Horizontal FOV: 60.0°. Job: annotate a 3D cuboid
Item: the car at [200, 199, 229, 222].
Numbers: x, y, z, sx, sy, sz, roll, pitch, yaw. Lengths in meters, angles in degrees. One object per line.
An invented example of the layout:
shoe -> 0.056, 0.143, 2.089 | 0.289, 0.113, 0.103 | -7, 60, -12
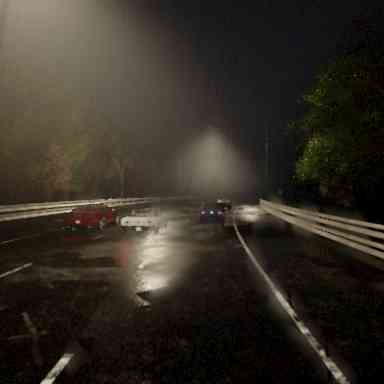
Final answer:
car -> 1.693, 1.536, 26.472 | 2.033, 1.411, 5.357 | 0, 0, 6

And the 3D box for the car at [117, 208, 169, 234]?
car -> -2.530, 1.581, 19.129 | 1.895, 1.301, 4.718 | 0, 0, 5

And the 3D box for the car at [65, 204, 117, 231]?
car -> -5.929, 1.445, 20.359 | 1.882, 1.535, 5.008 | 0, 0, 5

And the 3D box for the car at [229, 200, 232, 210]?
car -> 4.122, 1.589, 42.903 | 1.895, 1.301, 4.718 | 0, 0, 10
